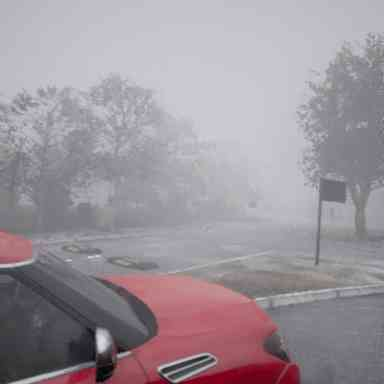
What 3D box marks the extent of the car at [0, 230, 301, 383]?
[{"bbox_3d":[-1.741,1.209,2.002,5.566,2.045,2.150,1,0,-36],"label":"car"}]
